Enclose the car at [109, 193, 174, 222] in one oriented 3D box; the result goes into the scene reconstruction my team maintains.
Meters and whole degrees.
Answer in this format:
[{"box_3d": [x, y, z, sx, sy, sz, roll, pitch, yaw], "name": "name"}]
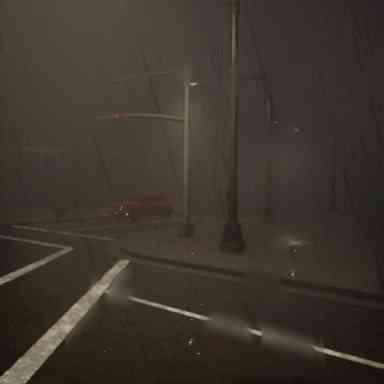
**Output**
[{"box_3d": [-3.734, 1.094, 25.526, 2.150, 2.045, 5.566, 1, 0, 36], "name": "car"}]
